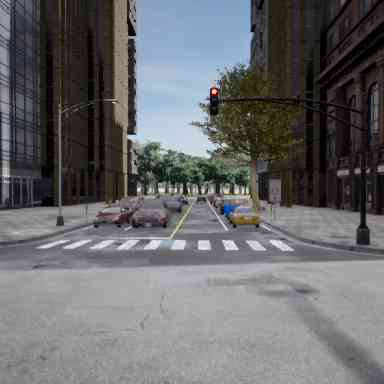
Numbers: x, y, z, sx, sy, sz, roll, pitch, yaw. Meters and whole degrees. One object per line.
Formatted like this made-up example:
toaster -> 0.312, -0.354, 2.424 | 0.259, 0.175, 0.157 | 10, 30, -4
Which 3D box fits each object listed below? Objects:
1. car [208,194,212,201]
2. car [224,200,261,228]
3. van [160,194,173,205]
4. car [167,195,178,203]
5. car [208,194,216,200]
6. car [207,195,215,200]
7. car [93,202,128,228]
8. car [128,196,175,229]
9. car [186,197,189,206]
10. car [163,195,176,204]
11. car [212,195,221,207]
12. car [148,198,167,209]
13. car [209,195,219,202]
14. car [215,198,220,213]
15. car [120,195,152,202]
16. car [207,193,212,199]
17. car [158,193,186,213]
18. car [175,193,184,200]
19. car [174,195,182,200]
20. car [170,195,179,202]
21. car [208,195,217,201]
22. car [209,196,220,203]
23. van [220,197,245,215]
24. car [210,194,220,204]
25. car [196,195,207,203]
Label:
car -> 4.257, 1.462, 55.786 | 2.008, 1.369, 4.403 | -1, 0, 2
car -> 3.371, 1.508, 21.892 | 1.752, 1.417, 4.829 | -1, 0, 2
van -> -4.267, 1.252, 56.003 | 1.690, 1.788, 3.998 | 0, 0, 2
car -> -3.969, 1.425, 67.358 | 1.887, 1.381, 4.507 | 0, 0, 2
car -> 5.002, 1.355, 84.342 | 1.752, 1.417, 4.829 | 0, 0, 2
car -> 5.147, 1.379, 89.849 | 1.947, 1.339, 4.313 | 0, 0, 2
car -> -5.155, 1.565, 21.936 | 1.802, 1.307, 4.206 | -1, 0, 2
car -> -2.493, 1.336, 21.529 | 2.097, 1.767, 4.553 | 0, 0, 1
car -> -1.546, 1.516, 54.594 | 1.895, 1.301, 4.718 | 0, 0, 2
car -> -4.118, 1.336, 61.680 | 1.967, 1.590, 4.097 | 0, 0, 2
car -> 3.965, 1.465, 44.602 | 1.752, 1.417, 4.829 | -1, 0, 2
car -> -4.562, 1.491, 44.648 | 2.008, 1.369, 4.403 | -1, 0, 2
car -> 4.702, 1.415, 72.817 | 2.008, 1.369, 4.403 | 0, 0, 2
car -> 3.664, 1.531, 33.077 | 1.947, 1.339, 4.313 | -1, 0, 2
car -> -5.010, 1.290, 27.614 | 2.192, 1.841, 5.009 | -1, 0, 2
car -> 4.403, 1.211, 61.463 | 2.192, 1.841, 5.009 | -1, 0, 2
car -> -2.124, 1.312, 35.565 | 2.097, 1.767, 4.553 | 0, 0, 2
car -> -3.378, 1.128, 90.068 | 2.192, 1.841, 5.009 | 0, 0, 2
car -> -3.524, 1.375, 84.391 | 1.887, 1.381, 4.507 | 0, 0, 2
car -> -3.820, 1.446, 73.036 | 1.802, 1.307, 4.206 | 0, 0, 2
car -> 4.850, 1.429, 78.495 | 1.802, 1.307, 4.206 | 0, 0, 2
car -> 4.553, 1.431, 67.141 | 2.008, 1.369, 4.403 | -1, 0, 2
van -> 3.513, 1.316, 27.400 | 1.690, 1.788, 3.998 | -1, 0, 2
car -> 4.109, 1.471, 50.109 | 1.887, 1.381, 4.507 | -1, 0, 2
car -> 1.864, 1.389, 65.866 | 1.837, 1.490, 4.892 | 0, 0, 2
